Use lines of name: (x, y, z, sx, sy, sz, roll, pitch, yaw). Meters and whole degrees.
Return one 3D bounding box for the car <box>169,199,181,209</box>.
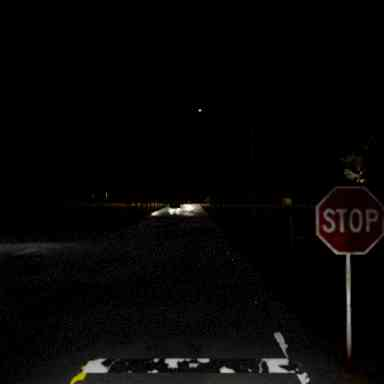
car: (-2.845, 2.006, 56.124, 2.128, 1.511, 4.902, 0, -1, 0)
